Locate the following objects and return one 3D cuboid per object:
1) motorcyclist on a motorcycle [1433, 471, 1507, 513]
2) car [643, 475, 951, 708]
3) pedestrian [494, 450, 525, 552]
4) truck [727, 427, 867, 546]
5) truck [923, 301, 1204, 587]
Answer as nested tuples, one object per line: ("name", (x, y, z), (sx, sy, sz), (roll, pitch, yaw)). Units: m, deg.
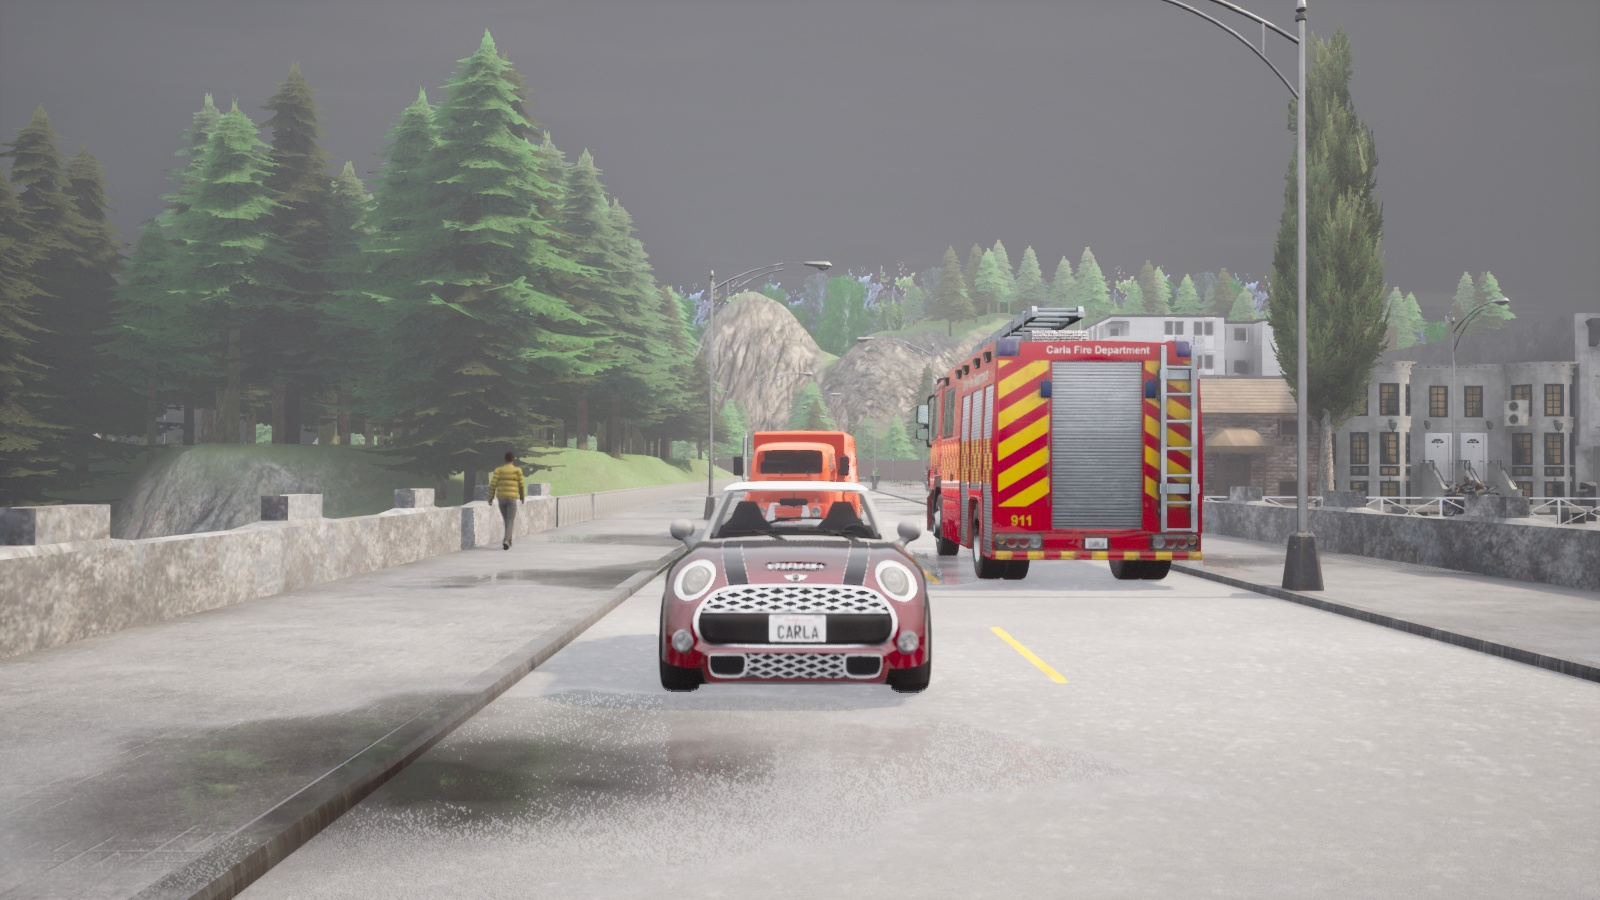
("motorcyclist on a motorcycle", (24.408, 1.519, 45.770), (2.191, 1.530, 0.866), (0, -1, 0))
("car", (-0.026, 0.947, 9.978), (1.970, 1.475, 3.806), (0, -1, 0))
("pedestrian", (-5.363, 0.935, 23.202), (0.431, 1.840, 0.709), (0, -1, 0))
("truck", (0.060, 0.811, 28.882), (2.627, 2.467, 5.204), (-1, -1, 6))
("truck", (3.942, -0.013, 21.061), (2.891, 3.827, 8.468), (0, -1, 0))
